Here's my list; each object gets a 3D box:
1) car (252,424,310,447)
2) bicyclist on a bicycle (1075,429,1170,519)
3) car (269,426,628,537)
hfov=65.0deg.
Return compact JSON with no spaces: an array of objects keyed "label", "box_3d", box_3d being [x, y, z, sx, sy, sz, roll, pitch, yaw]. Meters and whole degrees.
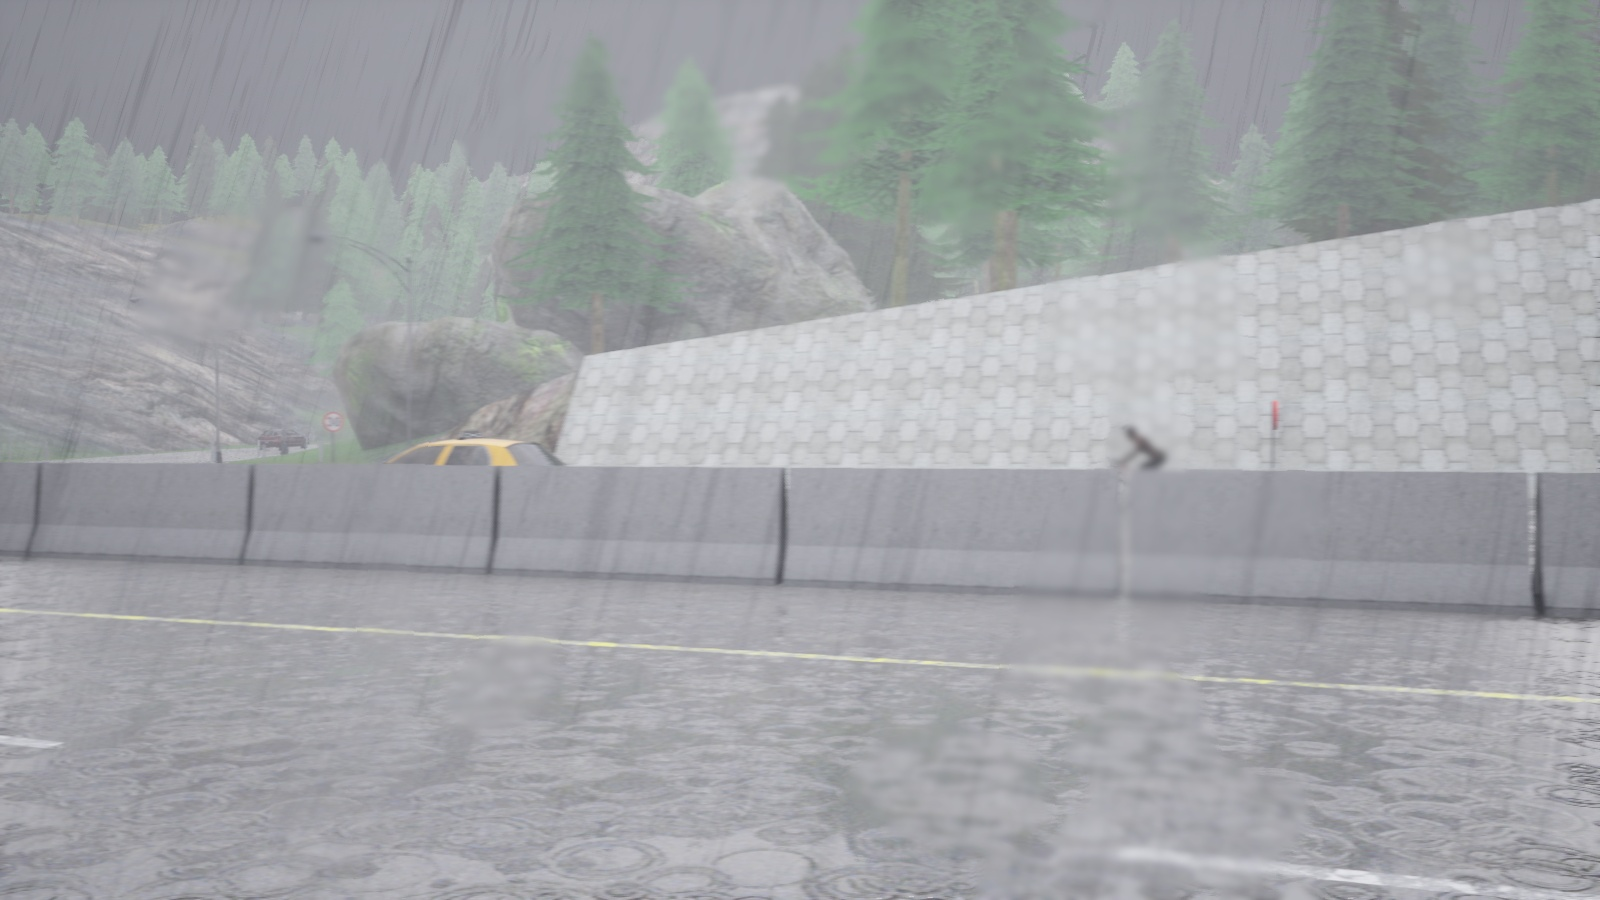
[{"label":"car","box_3d":[-36.036,-1.031,87.381,1.816,1.474,4.193,0,2,8]},{"label":"bicyclist on a bicycle","box_3d":[5.994,0.428,23.330,1.656,1.620,0.582,0,1,19]},{"label":"car","box_3d":[-5.552,0.426,19.830,5.366,1.575,1.801,1,1,19]}]
